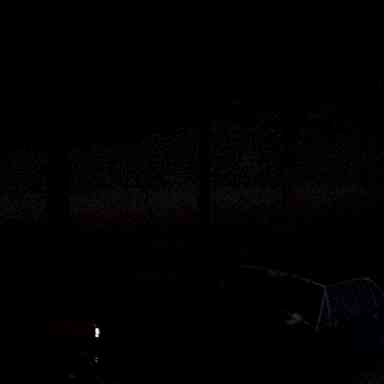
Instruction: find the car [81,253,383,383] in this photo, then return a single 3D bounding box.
[{"bbox_3d":[1.154,1.582,4.222,4.718,1.301,1.895,0,0,-36],"label":"car"}]
